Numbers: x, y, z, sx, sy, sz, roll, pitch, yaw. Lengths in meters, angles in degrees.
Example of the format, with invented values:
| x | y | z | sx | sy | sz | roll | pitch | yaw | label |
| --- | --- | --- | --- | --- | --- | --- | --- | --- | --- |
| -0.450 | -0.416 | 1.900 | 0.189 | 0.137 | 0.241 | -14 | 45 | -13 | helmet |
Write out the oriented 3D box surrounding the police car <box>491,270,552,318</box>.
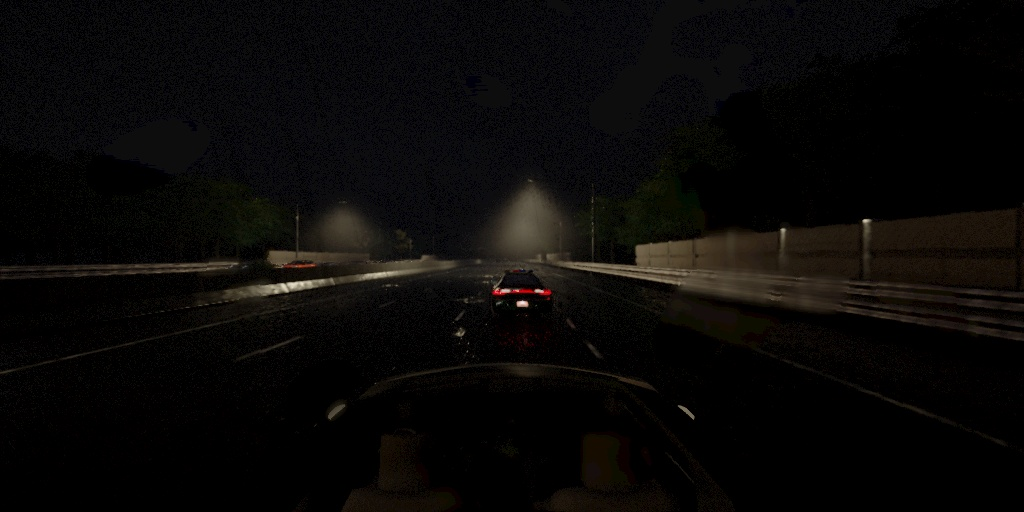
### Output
| x | y | z | sx | sy | sz | roll | pitch | yaw | label |
| --- | --- | --- | --- | --- | --- | --- | --- | --- | --- |
| 0.244 | 1.301 | 13.313 | 2.038 | 1.542 | 4.974 | 0 | 0 | -2 | police car |

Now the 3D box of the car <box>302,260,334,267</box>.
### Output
| x | y | z | sx | sy | sz | roll | pitch | yaw | label |
| --- | --- | --- | --- | --- | --- | --- | --- | --- | --- |
| -21.097 | 1.455 | 40.898 | 2.033 | 1.411 | 5.357 | 0 | 0 | 0 | car |

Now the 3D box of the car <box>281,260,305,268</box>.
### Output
| x | y | z | sx | sy | sz | roll | pitch | yaw | label |
| --- | --- | --- | --- | --- | --- | --- | --- | --- | --- |
| -24.592 | 1.261 | 41.411 | 2.097 | 1.767 | 4.553 | 0 | 0 | 0 | car |

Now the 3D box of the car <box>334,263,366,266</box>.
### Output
| x | y | z | sx | sy | sz | roll | pitch | yaw | label |
| --- | --- | --- | --- | --- | --- | --- | --- | --- | --- |
| -17.600 | 1.454 | 40.685 | 2.033 | 1.411 | 5.357 | 0 | 0 | 0 | car |

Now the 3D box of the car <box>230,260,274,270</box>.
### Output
| x | y | z | sx | sy | sz | roll | pitch | yaw | label |
| --- | --- | --- | --- | --- | --- | --- | --- | --- | --- |
| -28.098 | 1.246 | 38.892 | 2.097 | 1.767 | 4.553 | 0 | 0 | 0 | car |
